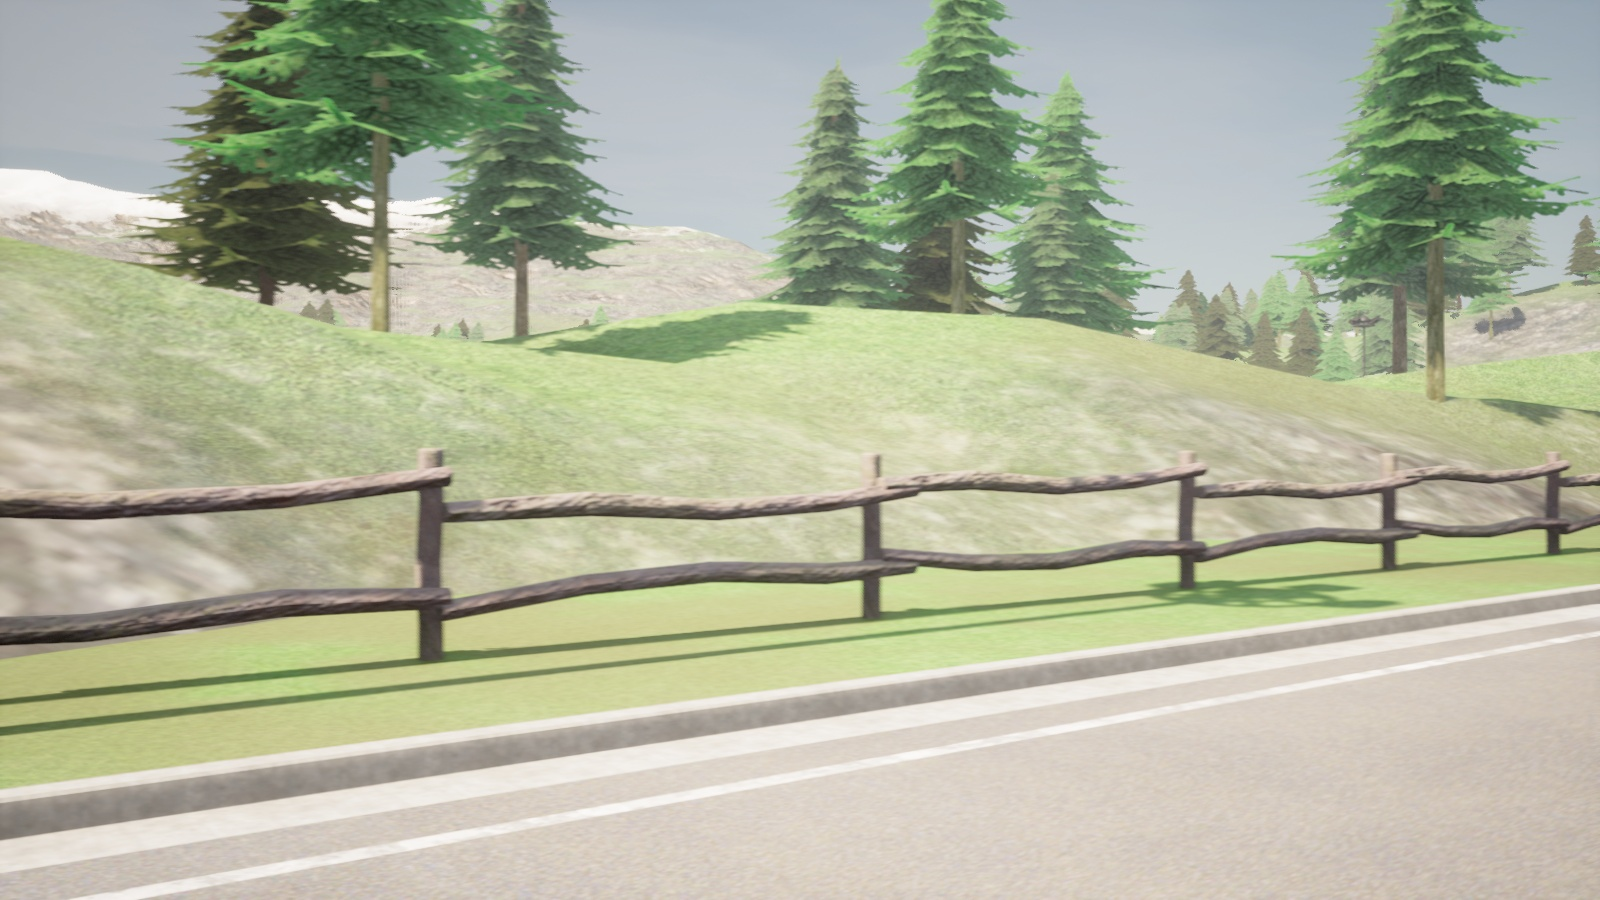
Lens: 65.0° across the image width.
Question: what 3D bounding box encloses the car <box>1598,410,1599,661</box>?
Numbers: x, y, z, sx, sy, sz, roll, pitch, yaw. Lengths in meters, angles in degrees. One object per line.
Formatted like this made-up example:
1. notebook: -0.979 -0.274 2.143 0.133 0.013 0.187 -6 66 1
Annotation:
1. car: 8.099 0.598 9.297 4.553 1.767 2.097 0 0 -35
